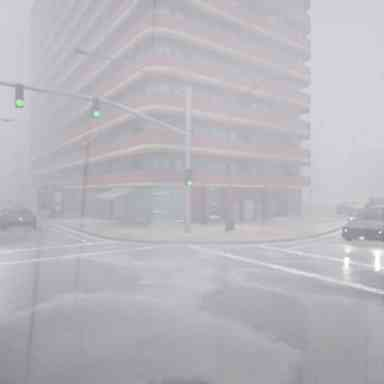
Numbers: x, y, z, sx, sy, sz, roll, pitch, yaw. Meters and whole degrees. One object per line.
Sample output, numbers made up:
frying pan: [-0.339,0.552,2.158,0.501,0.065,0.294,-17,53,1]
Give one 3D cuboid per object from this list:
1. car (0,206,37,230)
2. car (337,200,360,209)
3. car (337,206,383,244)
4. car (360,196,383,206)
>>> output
car: [-11.474,1.609,21.647,1.994,1.385,4.181,0,0,-35]
car: [16.875,1.663,35.004,1.882,1.535,5.008,0,0,5]
car: [9.010,1.616,16.345,2.033,1.411,5.357,0,0,40]
car: [14.325,1.353,25.041,2.150,2.045,5.566,0,0,23]
